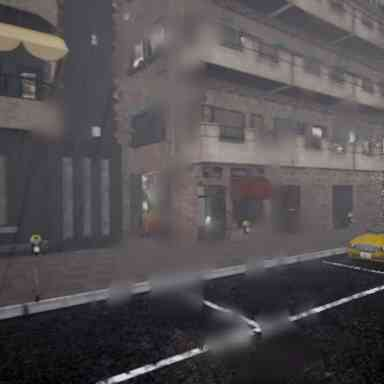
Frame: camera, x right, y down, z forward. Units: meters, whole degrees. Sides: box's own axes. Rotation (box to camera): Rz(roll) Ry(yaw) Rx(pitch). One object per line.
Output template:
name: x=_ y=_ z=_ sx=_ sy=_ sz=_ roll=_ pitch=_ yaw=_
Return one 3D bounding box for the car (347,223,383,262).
car: x=7.036 y=1.529 z=11.127 sx=4.829 sy=1.417 sz=1.752 roll=0 pitch=-1 yaw=-35
